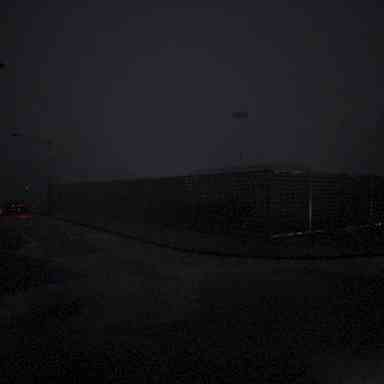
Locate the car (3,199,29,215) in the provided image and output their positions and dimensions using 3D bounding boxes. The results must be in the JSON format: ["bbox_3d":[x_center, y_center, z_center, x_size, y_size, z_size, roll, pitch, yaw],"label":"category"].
[{"bbox_3d":[-17.791,1.498,33.525,2.128,1.511,4.902,0,0,-36],"label":"car"}]
